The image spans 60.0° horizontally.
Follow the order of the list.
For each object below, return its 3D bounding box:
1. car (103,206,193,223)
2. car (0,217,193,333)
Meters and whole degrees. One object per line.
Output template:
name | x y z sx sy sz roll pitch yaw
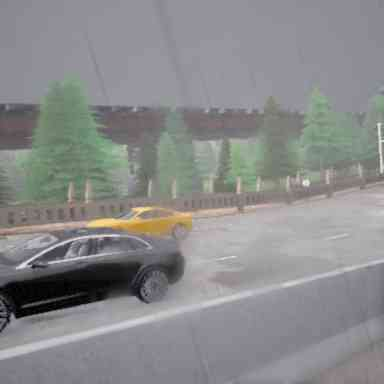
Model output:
car | -2.271 1.442 15.264 5.008 1.535 1.882 -1 0 -35
car | -2.409 1.492 6.561 4.902 1.511 2.128 0 0 -35
